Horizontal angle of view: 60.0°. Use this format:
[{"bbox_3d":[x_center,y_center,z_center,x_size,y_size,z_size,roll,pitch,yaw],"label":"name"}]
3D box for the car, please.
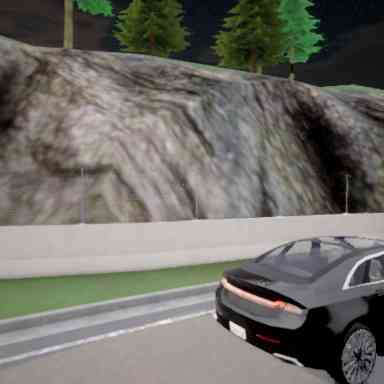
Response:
[{"bbox_3d":[2.665,1.461,5.227,4.902,1.511,2.128,0,0,-30],"label":"car"}]
